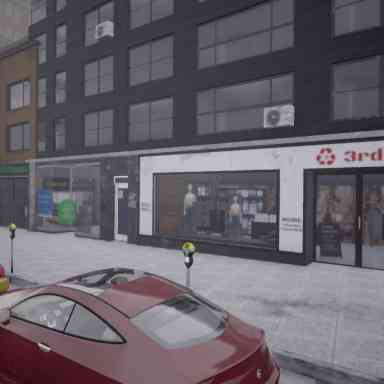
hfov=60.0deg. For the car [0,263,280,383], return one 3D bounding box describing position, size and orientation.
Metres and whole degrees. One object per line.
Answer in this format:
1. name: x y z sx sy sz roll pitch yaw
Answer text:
1. car: -1.118 1.581 3.866 4.206 1.307 1.802 0 1 35
